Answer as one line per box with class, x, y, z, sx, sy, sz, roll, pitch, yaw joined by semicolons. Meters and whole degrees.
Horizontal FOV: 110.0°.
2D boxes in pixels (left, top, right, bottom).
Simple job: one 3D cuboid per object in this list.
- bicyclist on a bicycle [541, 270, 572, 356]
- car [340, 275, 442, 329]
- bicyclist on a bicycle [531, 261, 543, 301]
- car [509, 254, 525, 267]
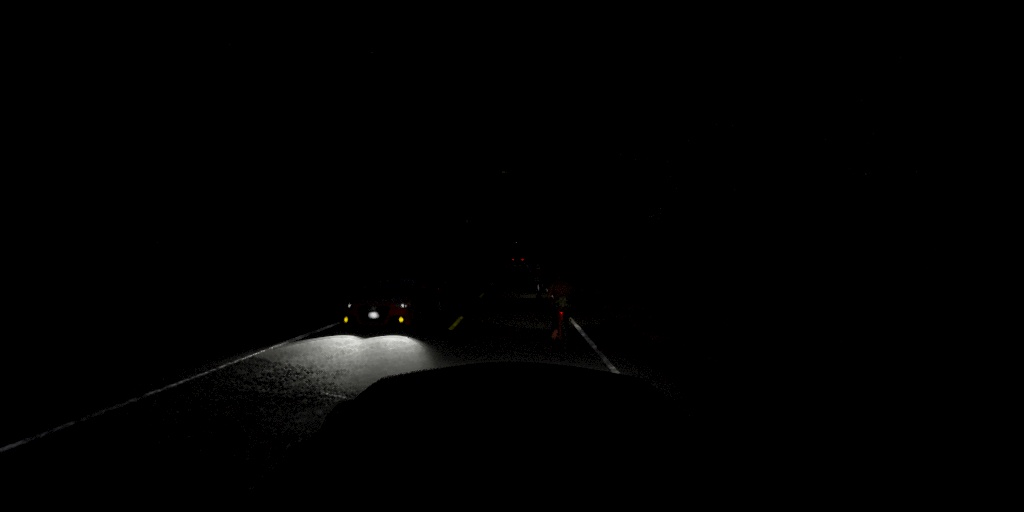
bicyclist on a bicycle;1.032;1.199;7.698;0.582;1.620;1.656;0;0;1
car;-3.492;1.306;11.100;1.994;1.385;4.181;0;0;1
bicyclist on a bicycle;1.159;1.111;16.341;0.659;1.776;1.843;0;0;1
car;1.038;0.833;62.231;2.150;2.045;5.566;0;-1;2
